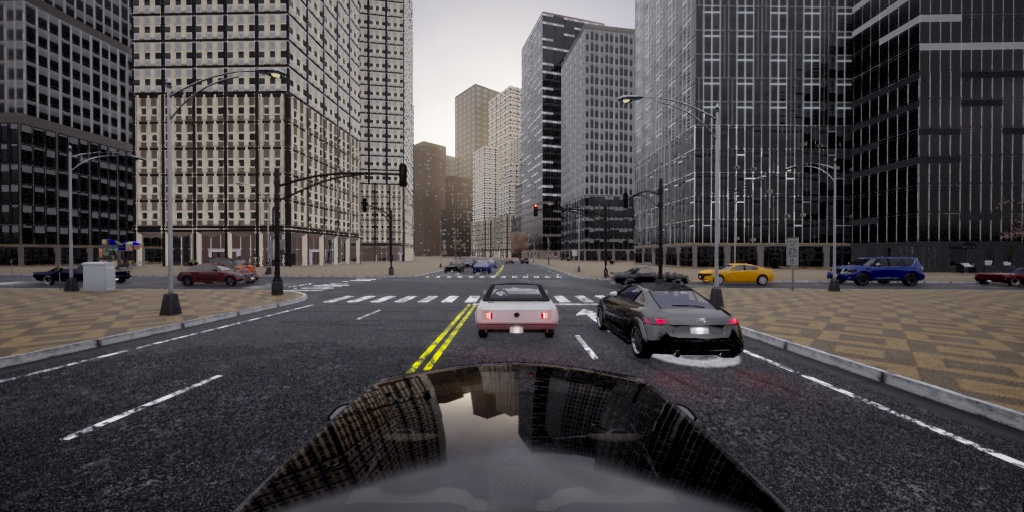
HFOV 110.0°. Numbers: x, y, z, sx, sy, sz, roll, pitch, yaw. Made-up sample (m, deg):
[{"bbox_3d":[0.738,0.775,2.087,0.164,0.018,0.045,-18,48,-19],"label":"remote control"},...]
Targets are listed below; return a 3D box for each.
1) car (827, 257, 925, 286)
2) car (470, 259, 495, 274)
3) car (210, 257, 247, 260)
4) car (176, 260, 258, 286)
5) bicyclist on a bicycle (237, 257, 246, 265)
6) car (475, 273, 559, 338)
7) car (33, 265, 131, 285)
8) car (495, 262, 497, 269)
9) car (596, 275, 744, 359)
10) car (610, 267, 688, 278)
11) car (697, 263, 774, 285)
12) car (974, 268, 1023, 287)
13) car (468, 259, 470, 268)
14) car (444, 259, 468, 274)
[{"bbox_3d":[26.386,1.075,26.100,5.566,2.045,2.150,0,0,2],"label":"car"},{"bbox_3d":[-3.329,1.197,40.770,1.882,1.535,5.008,0,0,0],"label":"car"},{"bbox_3d":[-22.043,0.980,26.967,4.553,1.767,2.097,0,0,2],"label":"car"},{"bbox_3d":[-19.474,1.193,23.752,4.674,1.442,1.812,0,0,1],"label":"car"},{"bbox_3d":[-24.691,0.871,32.619,0.582,1.620,1.656,0,1,1],"label":"bicyclist on a bicycle"},{"bbox_3d":[0.103,1.348,10.163,1.895,1.301,4.718,0,0,0],"label":"car"},{"bbox_3d":[-28.584,1.226,23.986,4.718,1.301,1.895,0,0,1],"label":"car"},{"bbox_3d":[-3.322,1.218,55.125,1.812,1.442,4.674,0,0,0],"label":"car"},{"bbox_3d":[3.358,1.312,8.449,1.994,1.385,4.181,0,0,0],"label":"car"},{"bbox_3d":[8.886,1.399,23.342,4.718,1.301,1.895,0,1,6],"label":"car"},{"bbox_3d":[16.323,1.285,26.321,5.008,1.535,1.882,0,0,1],"label":"car"},{"bbox_3d":[36.705,1.501,25.872,4.718,1.301,1.895,0,0,1],"label":"car"},{"bbox_3d":[-6.572,1.199,54.816,1.837,1.490,4.892,0,0,0],"label":"car"},{"bbox_3d":[-6.580,1.320,41.441,1.895,1.301,4.718,0,0,0],"label":"car"}]
